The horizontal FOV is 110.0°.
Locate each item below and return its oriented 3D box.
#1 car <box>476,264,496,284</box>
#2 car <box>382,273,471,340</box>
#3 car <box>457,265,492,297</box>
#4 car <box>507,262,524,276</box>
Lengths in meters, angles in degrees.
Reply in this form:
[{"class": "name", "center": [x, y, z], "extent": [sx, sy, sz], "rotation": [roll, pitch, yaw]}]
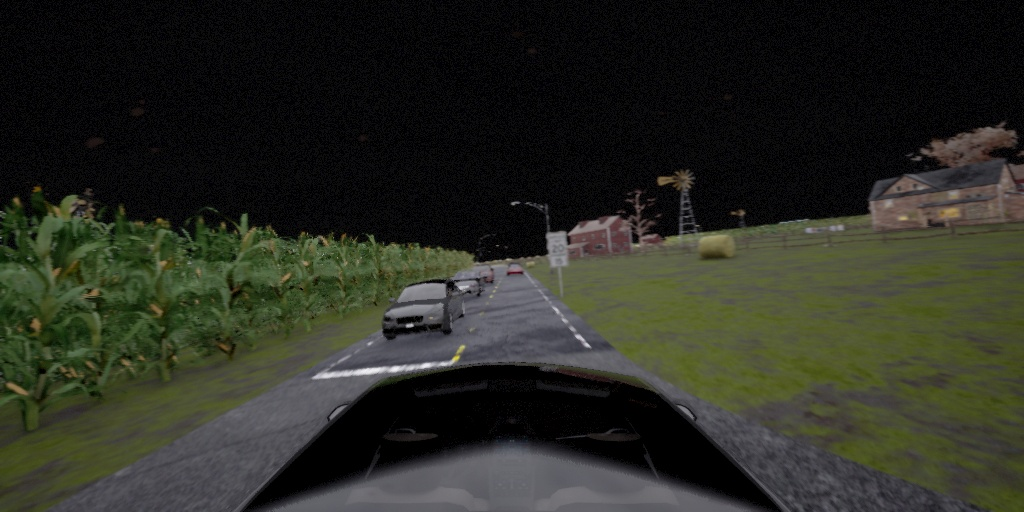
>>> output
[{"class": "car", "center": [-2.624, 1.557, 31.714], "extent": [2.097, 1.767, 4.553], "rotation": [-5, -1, 0]}, {"class": "car", "center": [-2.680, 1.571, 11.708], "extent": [1.837, 1.490, 4.892], "rotation": [-5, 0, 0]}, {"class": "car", "center": [-2.657, 1.629, 21.676], "extent": [2.128, 1.511, 4.902], "rotation": [-5, 0, 0]}, {"class": "car", "center": [0.363, 1.587, 43.124], "extent": [1.994, 1.385, 4.181], "rotation": [-5, 0, 0]}]
